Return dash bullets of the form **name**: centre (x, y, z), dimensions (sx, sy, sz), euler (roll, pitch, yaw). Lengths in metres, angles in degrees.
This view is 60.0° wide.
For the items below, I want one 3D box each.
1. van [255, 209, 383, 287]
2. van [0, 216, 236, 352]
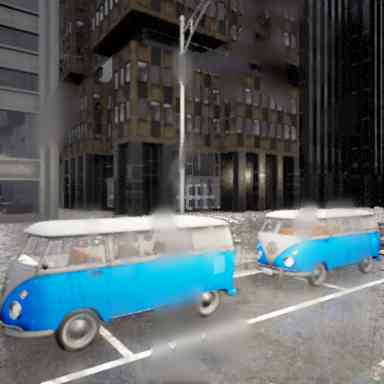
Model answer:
- **van**: centre (3.524, 1.384, 9.160), dimensions (3.998, 1.788, 1.690), euler (0, 0, -35)
- **van**: centre (-1.070, 1.355, 5.887), dimensions (3.998, 1.788, 1.690), euler (0, 0, -35)
